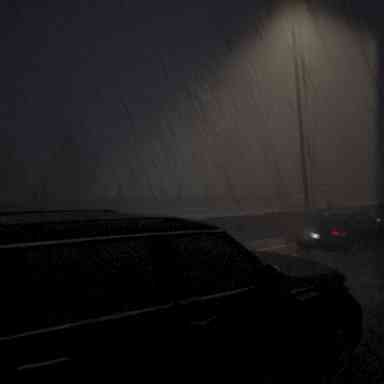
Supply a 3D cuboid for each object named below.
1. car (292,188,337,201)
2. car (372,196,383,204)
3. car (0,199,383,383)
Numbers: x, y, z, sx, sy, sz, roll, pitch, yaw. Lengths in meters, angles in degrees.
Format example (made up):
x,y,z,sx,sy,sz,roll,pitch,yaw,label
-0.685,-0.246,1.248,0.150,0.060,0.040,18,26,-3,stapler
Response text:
x,y,z,sx,sy,sz,roll,pitch,yaw,label
12.649,0.666,34.373,5.566,2.045,2.150,-1,1,-35,car
16.828,1.090,28.754,4.674,1.442,1.812,-1,1,-36,car
-0.594,1.204,3.322,5.566,2.045,2.150,-1,0,-35,car
